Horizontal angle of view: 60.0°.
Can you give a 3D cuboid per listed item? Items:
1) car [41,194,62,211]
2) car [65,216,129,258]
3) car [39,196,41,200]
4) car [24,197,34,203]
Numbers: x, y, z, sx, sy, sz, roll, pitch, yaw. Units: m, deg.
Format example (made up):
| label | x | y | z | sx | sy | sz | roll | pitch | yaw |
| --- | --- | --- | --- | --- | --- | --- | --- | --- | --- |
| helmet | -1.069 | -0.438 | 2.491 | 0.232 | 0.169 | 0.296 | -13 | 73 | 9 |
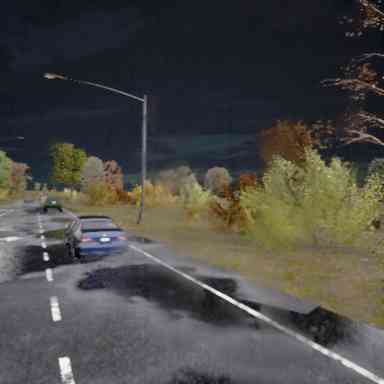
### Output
| label | x | y | z | sx | sy | sz | roll | pitch | yaw |
| --- | --- | --- | --- | --- | --- | --- | --- | --- | --- |
| car | -19.013 | 1.532 | 45.348 | 2.150 | 2.045 | 5.566 | 1 | -1 | -25 |
| car | -4.010 | 1.670 | 13.505 | 2.033 | 1.411 | 5.357 | 1 | -1 | -25 |
| car | -32.283 | 1.913 | 73.511 | 1.882 | 1.535 | 5.008 | 1 | -1 | -25 |
| car | -38.435 | 1.948 | 78.356 | 1.994 | 1.385 | 4.181 | 1 | -1 | -25 |
